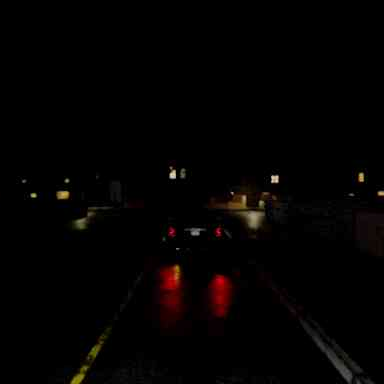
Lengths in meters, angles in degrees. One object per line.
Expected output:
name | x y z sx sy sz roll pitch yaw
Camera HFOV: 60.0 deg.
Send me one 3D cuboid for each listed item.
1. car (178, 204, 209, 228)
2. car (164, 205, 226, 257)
car | 0.123 1.603 23.170 1.994 1.385 4.181 0 0 1
car | 0.108 1.373 13.123 2.097 1.767 4.553 0 0 0
